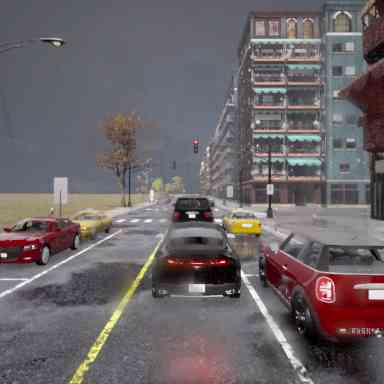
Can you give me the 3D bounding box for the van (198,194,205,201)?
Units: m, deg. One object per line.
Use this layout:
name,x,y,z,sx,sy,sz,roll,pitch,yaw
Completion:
van,2.512,1.368,89.763,1.690,1.788,3.998,1,0,0

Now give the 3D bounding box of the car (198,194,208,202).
car,2.520,1.338,78.441,2.192,1.841,5.009,1,0,0

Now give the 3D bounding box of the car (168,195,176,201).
car,-5.371,1.609,89.246,1.802,1.307,4.206,1,0,0

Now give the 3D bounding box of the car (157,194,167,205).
car,-5.349,1.457,60.975,1.967,1.590,4.097,1,0,0

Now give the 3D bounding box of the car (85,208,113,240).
car,-5.318,1.529,17.019,1.752,1.417,4.829,1,0,0

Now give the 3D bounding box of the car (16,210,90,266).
car,-5.315,1.548,11.653,1.887,1.381,4.507,1,0,0

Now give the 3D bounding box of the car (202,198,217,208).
car,2.538,1.565,50.136,2.008,1.369,4.403,1,0,0

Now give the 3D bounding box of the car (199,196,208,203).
car,2.521,1.587,72.780,1.947,1.339,4.313,1,0,0

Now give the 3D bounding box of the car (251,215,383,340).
car,2.571,1.442,6.532,1.967,1.590,4.097,1,0,0

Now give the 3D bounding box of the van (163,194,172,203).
van,-5.356,1.362,72.284,1.690,1.788,3.998,1,0,0

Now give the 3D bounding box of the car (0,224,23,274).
car,-5.311,1.552,6.116,2.008,1.369,4.403,1,0,0

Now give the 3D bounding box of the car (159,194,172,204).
car,-5.351,1.334,66.630,2.192,1.841,5.009,1,0,0

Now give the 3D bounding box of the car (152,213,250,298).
car,0.093,1.507,8.491,1.837,1.490,4.892,0,0,0

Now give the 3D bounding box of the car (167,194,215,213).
car,0.068,1.226,18.345,2.150,2.045,5.566,0,0,1

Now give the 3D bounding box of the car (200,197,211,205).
car,2.529,1.599,61.458,1.802,1.307,4.206,1,0,0

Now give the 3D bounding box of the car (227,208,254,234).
car,2.561,1.530,17.791,1.752,1.417,4.829,1,0,0
